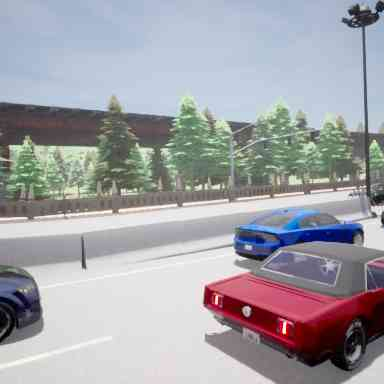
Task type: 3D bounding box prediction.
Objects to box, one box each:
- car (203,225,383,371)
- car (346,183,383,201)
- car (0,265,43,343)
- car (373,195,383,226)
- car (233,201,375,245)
[{"bbox_3d":[2.573,1.527,5.607,4.718,1.301,1.895,-2,1,-36],"label":"car"},{"bbox_3d":[14.557,0.126,26.328,4.553,1.767,2.097,-3,2,-13],"label":"car"},{"bbox_3d":[-4.489,1.564,4.847,4.181,1.385,1.994,0,0,-36],"label":"car"},{"bbox_3d":[10.840,0.878,15.876,4.181,1.385,1.994,-4,2,-36],"label":"car"},{"bbox_3d":[3.560,1.282,10.630,5.008,1.535,1.882,-3,2,-36],"label":"car"}]
